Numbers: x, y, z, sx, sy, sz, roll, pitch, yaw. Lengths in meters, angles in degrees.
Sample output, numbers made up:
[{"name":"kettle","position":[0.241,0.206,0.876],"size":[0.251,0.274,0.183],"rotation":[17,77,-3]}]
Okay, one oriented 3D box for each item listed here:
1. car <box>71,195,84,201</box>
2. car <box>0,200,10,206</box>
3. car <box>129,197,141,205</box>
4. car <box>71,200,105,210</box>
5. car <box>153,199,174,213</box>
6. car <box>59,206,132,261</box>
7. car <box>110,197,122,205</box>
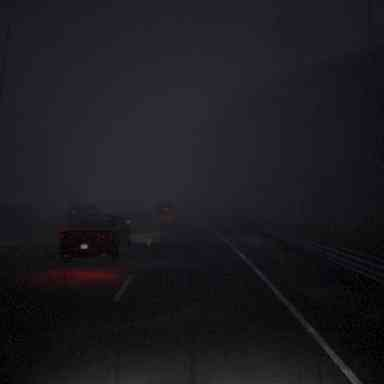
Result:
[{"name":"car","position":[-21.547,1.602,62.780],"size":[2.150,2.045,5.566],"rotation":[-1,0,-20]},{"name":"car","position":[-27.764,1.957,47.939],"size":[1.882,1.535,5.008],"rotation":[-1,1,-17]},{"name":"car","position":[-11.097,1.685,64.605],"size":[1.882,1.535,5.008],"rotation":[-1,0,-19]},{"name":"car","position":[-8.290,1.638,25.905],"size":[2.128,1.511,4.902],"rotation":[-1,0,-8]},{"name":"car","position":[-3.234,1.572,37.387],"size":[1.837,1.490,4.892],"rotation":[0,0,-12]},{"name":"car","position":[-3.472,1.540,12.743],"size":[1.882,1.535,5.008],"rotation":[-1,0,-3]},{"name":"car","position":[-14.636,1.771,64.086],"size":[1.837,1.490,4.892],"rotation":[-1,0,-19]}]
